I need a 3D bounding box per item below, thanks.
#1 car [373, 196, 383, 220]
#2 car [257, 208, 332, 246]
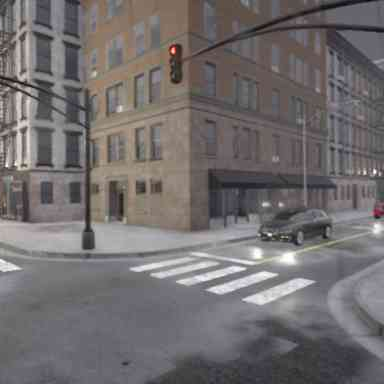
[{"bbox_3d":[17.200,1.243,28.112,2.150,2.045,5.566,-1,0,45],"label":"car"},{"bbox_3d":[4.975,1.547,15.734,1.837,1.490,4.892,-1,0,45],"label":"car"}]
